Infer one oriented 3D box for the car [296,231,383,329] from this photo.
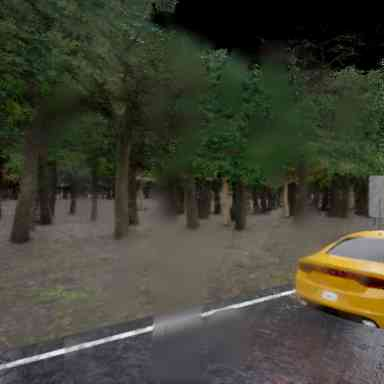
[{"bbox_3d":[4.264,1.539,6.819,5.008,1.535,1.882,0,0,-35],"label":"car"}]
